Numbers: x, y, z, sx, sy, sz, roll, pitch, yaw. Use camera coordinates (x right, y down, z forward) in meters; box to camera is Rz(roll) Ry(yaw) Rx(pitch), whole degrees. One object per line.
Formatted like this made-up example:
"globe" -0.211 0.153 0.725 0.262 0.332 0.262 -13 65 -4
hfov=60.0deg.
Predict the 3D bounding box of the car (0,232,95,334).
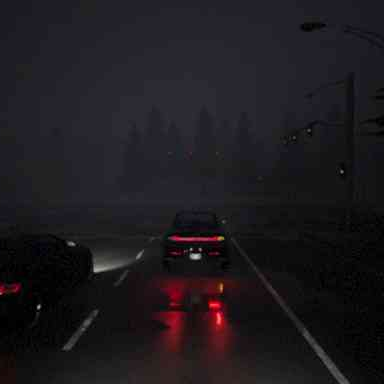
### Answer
"car" -3.402 1.478 6.587 1.994 1.385 4.181 0 1 0

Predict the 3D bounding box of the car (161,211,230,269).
"car" 0.124 1.354 10.652 2.128 1.511 4.902 0 1 1
